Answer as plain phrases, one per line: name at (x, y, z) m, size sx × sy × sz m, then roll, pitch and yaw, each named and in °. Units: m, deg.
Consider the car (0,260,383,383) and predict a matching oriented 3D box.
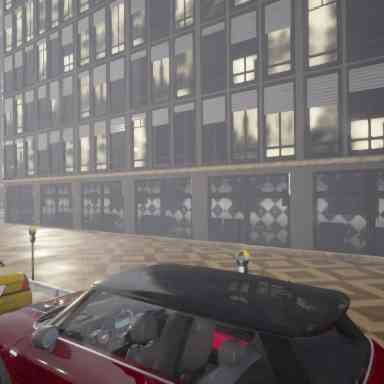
car at (-0.368, 1.441, 3.157) m, size 4.097 × 1.590 × 1.967 m, roll 0°, pitch -1°, yaw 36°
